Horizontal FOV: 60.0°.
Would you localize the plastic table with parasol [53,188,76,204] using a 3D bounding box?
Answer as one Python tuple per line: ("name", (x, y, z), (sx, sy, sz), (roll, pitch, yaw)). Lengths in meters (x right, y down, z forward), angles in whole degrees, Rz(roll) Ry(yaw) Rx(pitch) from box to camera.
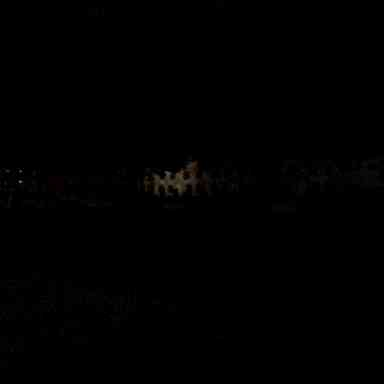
("plastic table with parasol", (-20.924, 0.646, 54.687), (2.482, 2.480, 2.482), (-1, 1, 31))
